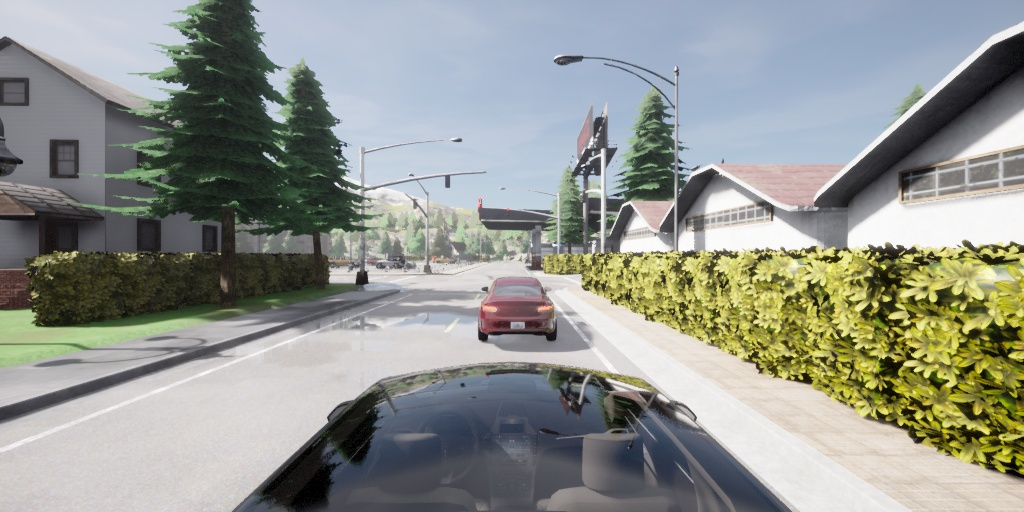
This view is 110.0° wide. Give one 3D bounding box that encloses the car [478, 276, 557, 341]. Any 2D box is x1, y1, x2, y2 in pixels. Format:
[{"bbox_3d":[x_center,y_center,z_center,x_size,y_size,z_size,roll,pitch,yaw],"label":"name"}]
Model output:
[{"bbox_3d":[0.127,1.276,9.753,1.812,1.442,4.674,0,0,0],"label":"car"}]
